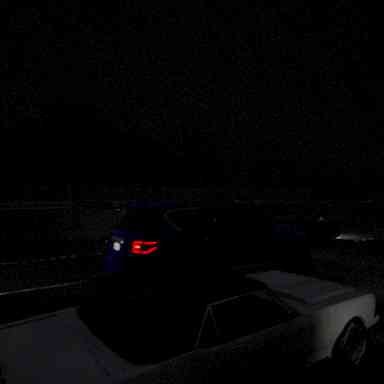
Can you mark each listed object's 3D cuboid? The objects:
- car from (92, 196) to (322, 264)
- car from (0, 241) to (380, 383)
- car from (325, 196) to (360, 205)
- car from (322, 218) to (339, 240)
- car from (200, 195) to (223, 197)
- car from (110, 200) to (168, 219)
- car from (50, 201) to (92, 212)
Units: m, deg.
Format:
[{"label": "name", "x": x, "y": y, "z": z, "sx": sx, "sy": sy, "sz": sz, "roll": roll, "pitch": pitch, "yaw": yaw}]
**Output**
[{"label": "car", "x": 0.629, "y": 1.240, "z": 8.480, "sx": 5.566, "sy": 2.045, "sz": 2.150, "roll": 0, "pitch": 0, "yaw": -35}, {"label": "car", "x": 0.310, "y": 1.608, "z": 4.090, "sx": 4.718, "sy": 1.301, "sz": 1.895, "roll": 0, "pitch": 0, "yaw": -36}, {"label": "car", "x": 19.968, "y": 1.572, "z": 43.963, "sx": 5.566, "sy": 2.045, "sz": 2.150, "roll": 1, "pitch": -1, "yaw": -35}, {"label": "car", "x": 5.238, "y": 1.635, "z": 16.083, "sx": 4.181, "sy": 1.385, "sz": 1.994, "roll": 1, "pitch": 0, "yaw": -36}, {"label": "car", "x": 1.903, "y": 1.400, "z": 39.743, "sx": 5.566, "sy": 2.045, "sz": 2.150, "roll": 1, "pitch": -1, "yaw": -35}, {"label": "car", "x": -4.831, "y": 1.551, "z": 30.642, "sx": 5.008, "sy": 1.535, "sz": 1.882, "roll": 1, "pitch": 0, "yaw": -35}, {"label": "car", "x": -6.853, "y": 1.375, "z": 20.599, "sx": 4.553, "sy": 1.767, "sz": 2.097, "roll": 0, "pitch": 0, "yaw": -36}]
